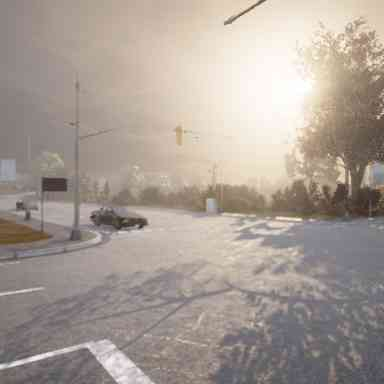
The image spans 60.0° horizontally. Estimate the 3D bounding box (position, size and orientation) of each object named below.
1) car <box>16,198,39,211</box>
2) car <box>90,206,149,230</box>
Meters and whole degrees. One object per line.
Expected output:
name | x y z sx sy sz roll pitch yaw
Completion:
car | -20.487 1.548 41.266 1.837 1.490 4.892 1 0 -39
car | -4.898 1.618 21.840 2.033 1.411 5.357 1 0 -39
